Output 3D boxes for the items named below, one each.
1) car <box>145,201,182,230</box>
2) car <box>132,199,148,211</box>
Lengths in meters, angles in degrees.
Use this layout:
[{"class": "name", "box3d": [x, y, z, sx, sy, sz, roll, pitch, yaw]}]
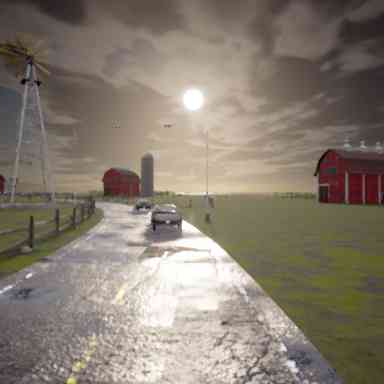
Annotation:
[{"class": "car", "box3d": [-1.782, 1.558, 21.917, 2.128, 1.511, 4.902, 0, 0, -9]}, {"class": "car", "box3d": [-6.336, 1.602, 41.721, 1.837, 1.490, 4.892, 0, 0, -17]}]
